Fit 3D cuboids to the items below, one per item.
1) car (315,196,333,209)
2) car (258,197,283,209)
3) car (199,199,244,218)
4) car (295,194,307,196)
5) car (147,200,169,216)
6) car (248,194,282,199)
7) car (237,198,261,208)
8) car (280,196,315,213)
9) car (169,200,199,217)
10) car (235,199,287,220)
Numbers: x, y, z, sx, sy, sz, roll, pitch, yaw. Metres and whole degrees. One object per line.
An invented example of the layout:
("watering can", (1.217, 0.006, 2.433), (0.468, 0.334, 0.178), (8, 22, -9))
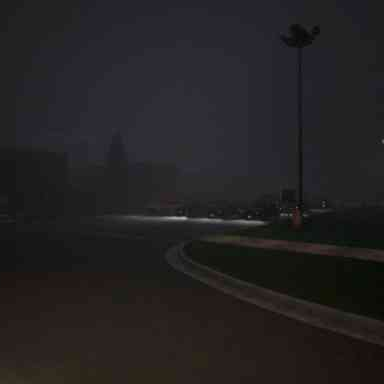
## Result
("car", (17.807, 1.410, 45.785), (2.097, 1.767, 4.553), (0, 0, 35))
("car", (11.695, 1.569, 49.262), (1.882, 1.535, 5.008), (0, 0, 35))
("car", (3.224, 1.620, 31.012), (2.033, 1.411, 5.357), (0, 0, 35))
("car", (15.327, 1.297, 48.355), (2.150, 2.045, 5.566), (0, 0, 36))
("car", (-2.592, 1.582, 34.909), (1.882, 1.535, 5.008), (0, 0, 35))
("car", (9.184, 1.295, 39.560), (2.150, 2.045, 5.566), (0, 0, 35))
("car", (8.834, 1.671, 51.260), (1.994, 1.385, 4.181), (0, 0, 35))
("car", (11.831, 1.562, 37.233), (1.837, 1.490, 4.892), (0, 0, 35))
("car", (0.062, 1.652, 32.596), (1.994, 1.385, 4.181), (0, 0, 35))
("car", (6.165, 1.604, 29.111), (2.033, 1.411, 5.357), (0, 0, 35))
